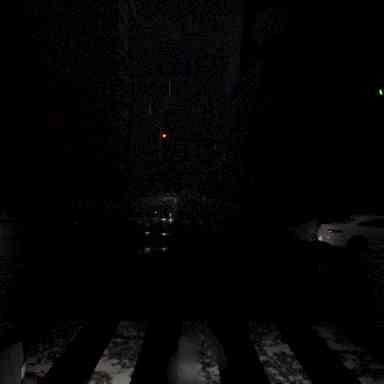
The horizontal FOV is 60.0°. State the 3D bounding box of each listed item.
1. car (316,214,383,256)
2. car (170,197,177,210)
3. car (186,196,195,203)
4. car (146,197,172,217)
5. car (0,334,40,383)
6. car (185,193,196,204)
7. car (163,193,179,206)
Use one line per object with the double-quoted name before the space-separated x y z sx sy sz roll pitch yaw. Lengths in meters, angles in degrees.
"car" 7.278 1.608 12.904 4.674 1.442 1.812 1 1 0
"car" -3.263 1.592 41.568 1.895 1.301 4.718 0 0 0
"car" -0.244 1.583 73.033 1.895 1.301 4.718 0 0 0
"car" -3.222 1.518 31.607 1.812 1.442 4.674 0 0 -1
"car" -2.423 1.547 0.542 2.033 1.411 5.357 0 0 5
"car" -0.123 1.480 62.586 2.128 1.511 4.902 0 0 0
"car" -3.287 1.211 52.158 2.150 2.045 5.566 0 0 0
